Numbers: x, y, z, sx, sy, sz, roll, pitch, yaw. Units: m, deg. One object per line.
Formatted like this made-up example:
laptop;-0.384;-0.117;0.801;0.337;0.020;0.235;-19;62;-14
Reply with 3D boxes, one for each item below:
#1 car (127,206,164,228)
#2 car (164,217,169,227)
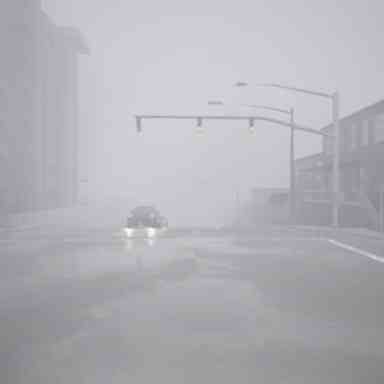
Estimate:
car;-3.592;1.812;25.518;2.097;1.767;4.553;0;-4;0
car;-3.586;3.314;35.589;2.097;1.767;4.553;0;-12;0
